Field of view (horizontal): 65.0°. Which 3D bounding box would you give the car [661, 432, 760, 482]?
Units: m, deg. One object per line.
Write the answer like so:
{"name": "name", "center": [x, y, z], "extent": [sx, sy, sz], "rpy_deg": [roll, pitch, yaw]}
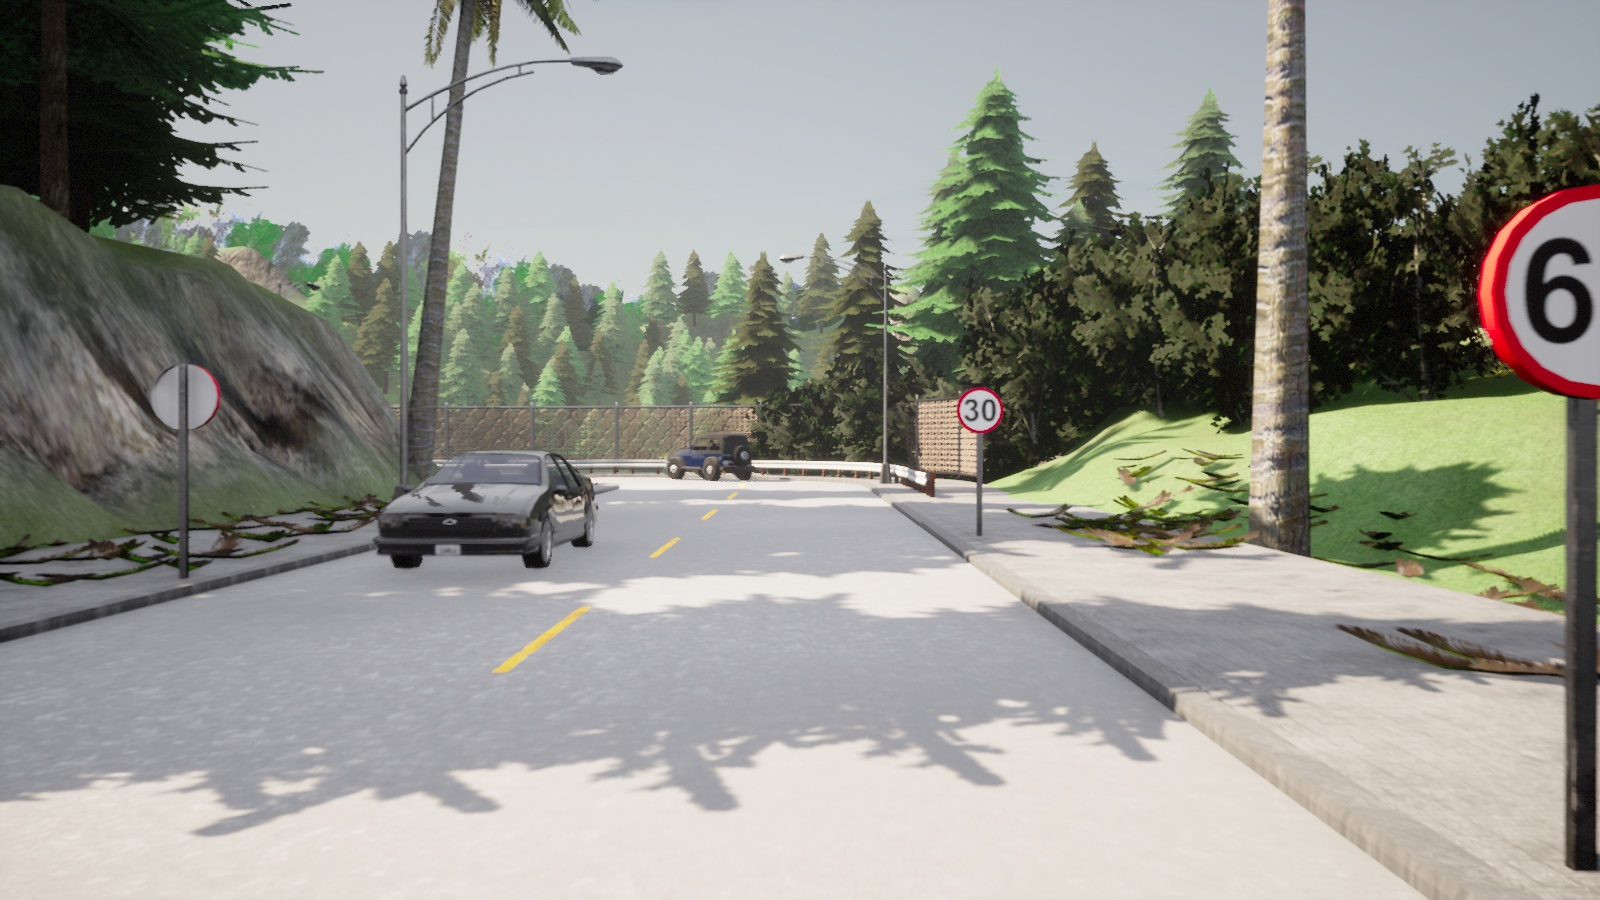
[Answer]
{"name": "car", "center": [-3.575, 0.259, 50.013], "extent": [1.905, 1.878, 3.866], "rpy_deg": [0, 0, -43]}

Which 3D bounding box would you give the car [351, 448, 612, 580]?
{"name": "car", "center": [-3.894, 0.698, 16.442], "extent": [2.033, 1.411, 5.357], "rpy_deg": [0, 0, 0]}
